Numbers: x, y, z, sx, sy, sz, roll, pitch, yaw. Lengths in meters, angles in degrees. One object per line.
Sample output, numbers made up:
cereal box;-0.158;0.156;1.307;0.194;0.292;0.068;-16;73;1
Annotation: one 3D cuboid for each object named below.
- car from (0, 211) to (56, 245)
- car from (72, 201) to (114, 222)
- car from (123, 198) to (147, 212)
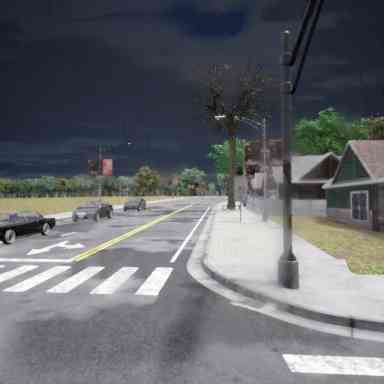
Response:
car;-8.444;1.594;15.733;1.895;1.301;4.718;0;0;5
car;-7.572;1.449;25.784;2.128;1.511;4.902;0;0;5
car;-6.485;1.423;38.218;1.837;1.490;4.892;0;0;5
